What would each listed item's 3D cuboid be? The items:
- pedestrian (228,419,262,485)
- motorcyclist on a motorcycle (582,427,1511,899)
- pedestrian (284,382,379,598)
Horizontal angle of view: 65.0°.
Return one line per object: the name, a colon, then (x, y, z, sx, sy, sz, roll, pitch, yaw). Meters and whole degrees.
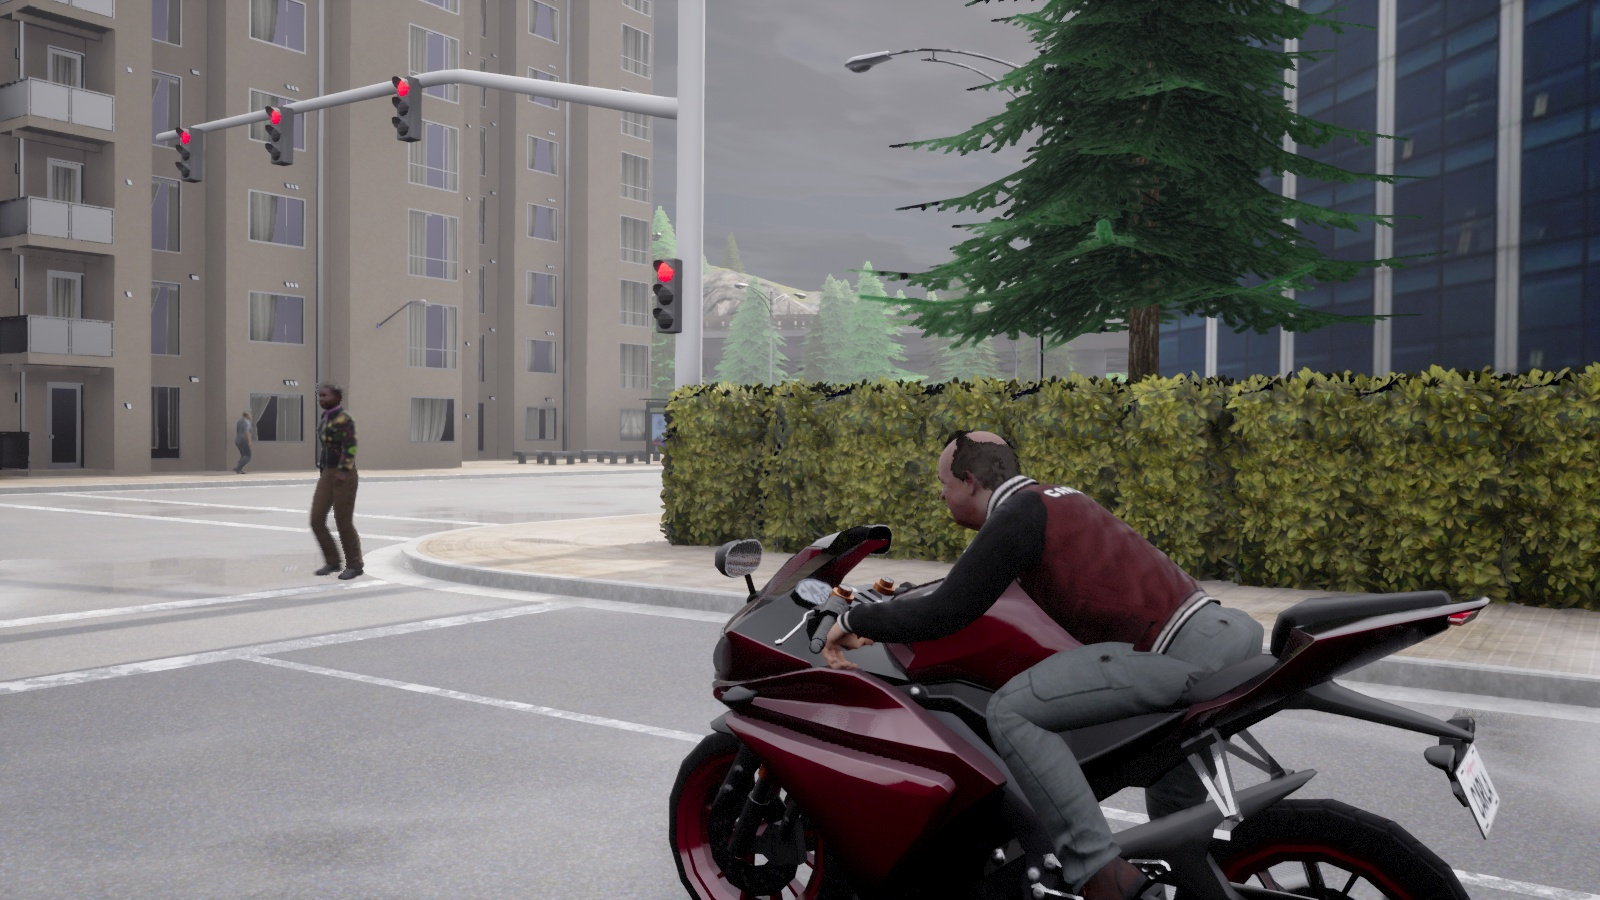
pedestrian: (-15.527, 0.051, 35.150, 0.540, 1.848, 0.694, 0, 1, 41)
motorcyclist on a motorcycle: (0.552, 0.717, 3.257, 2.191, 1.530, 0.866, 0, 1, 34)
pedestrian: (-4.308, 0.351, 11.567, 0.395, 1.930, 0.692, 0, 1, 35)
